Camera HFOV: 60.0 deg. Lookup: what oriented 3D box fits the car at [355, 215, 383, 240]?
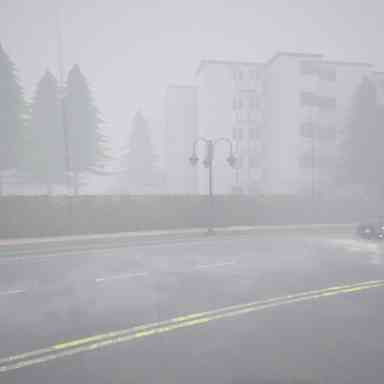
[{"bbox_3d":[9.767,1.564,15.347,4.181,1.385,1.994,0,0,-15],"label":"car"}]
